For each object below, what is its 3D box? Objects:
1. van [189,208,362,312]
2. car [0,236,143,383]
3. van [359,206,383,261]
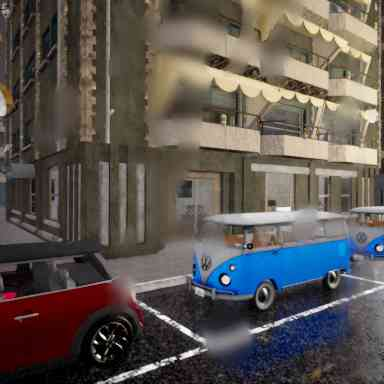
[{"bbox_3d":[1.852,1.342,7.428,3.998,1.788,1.690,0,0,-36],"label":"van"},{"bbox_3d":[-2.773,1.440,4.114,4.097,1.590,1.967,0,0,-36],"label":"car"},{"bbox_3d":[6.477,1.345,10.741,3.998,1.788,1.690,0,0,-36],"label":"van"}]
